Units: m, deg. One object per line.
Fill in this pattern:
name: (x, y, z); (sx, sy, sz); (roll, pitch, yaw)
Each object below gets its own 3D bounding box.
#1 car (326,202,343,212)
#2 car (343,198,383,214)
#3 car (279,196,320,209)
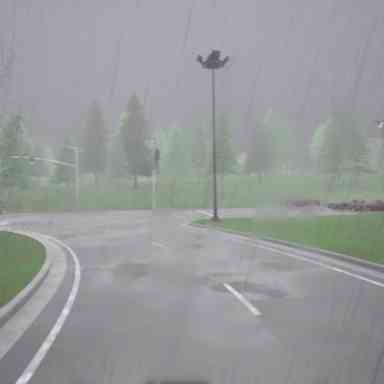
car: (16.665, 1.345, 34.955); (4.718, 1.301, 1.895); (-1, 0, -8)
car: (17.277, 1.334, 31.509); (4.718, 1.301, 1.895); (-1, 0, -8)
car: (13.435, 1.273, 41.551); (5.008, 1.535, 1.882); (-1, 0, -8)
